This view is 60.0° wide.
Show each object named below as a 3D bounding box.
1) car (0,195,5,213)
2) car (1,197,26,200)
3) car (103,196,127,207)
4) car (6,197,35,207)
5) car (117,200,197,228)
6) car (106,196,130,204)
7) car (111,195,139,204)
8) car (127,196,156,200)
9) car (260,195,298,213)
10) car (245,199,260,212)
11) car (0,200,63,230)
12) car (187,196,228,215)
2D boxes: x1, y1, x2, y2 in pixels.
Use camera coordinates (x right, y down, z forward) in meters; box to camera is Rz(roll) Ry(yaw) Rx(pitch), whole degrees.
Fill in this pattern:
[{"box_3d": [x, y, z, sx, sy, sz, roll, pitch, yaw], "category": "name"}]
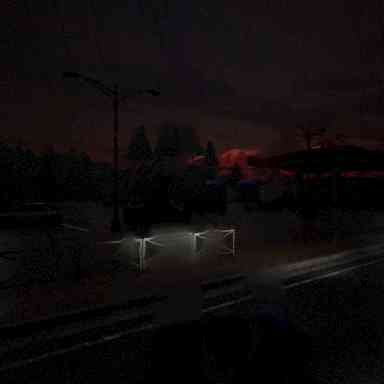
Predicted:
[{"box_3d": [-22.127, 1.269, 35.182, 3.866, 1.878, 1.905, 0, 0, -38], "category": "car"}, {"box_3d": [-14.238, 1.345, 25.109, 5.027, 1.636, 2.152, 0, 0, -38], "category": "car"}, {"box_3d": [-11.865, 1.511, 51.495, 3.633, 1.501, 1.845, 0, 0, -38], "category": "car"}, {"box_3d": [-27.913, 1.576, 54.160, 3.806, 1.475, 1.970, 0, 0, -38], "category": "car"}, {"box_3d": [-2.219, 1.490, 21.718, 4.514, 1.523, 2.007, 0, 0, -38], "category": "car"}, {"box_3d": [-15.103, 1.531, 67.990, 4.514, 1.523, 2.007, 0, 0, -38], "category": "car"}, {"box_3d": [-13.127, 1.522, 65.553, 5.027, 1.636, 2.152, 0, 0, -38], "category": "car"}, {"box_3d": [-5.737, 1.490, 43.602, 4.514, 1.523, 2.007, 0, 0, -38], "category": "car"}, {"box_3d": [9.604, 1.268, 35.619, 3.866, 1.878, 1.905, 0, 0, -38], "category": "car"}, {"box_3d": [8.035, 1.552, 38.614, 3.806, 1.475, 1.970, 0, 0, -38], "category": "car"}, {"box_3d": [-10.027, 1.424, 20.256, 3.806, 1.475, 1.970, 0, 0, -38], "category": "car"}, {"box_3d": [1.383, 1.289, 33.356, 4.605, 1.855, 1.932, 0, 0, -38], "category": "car"}]
